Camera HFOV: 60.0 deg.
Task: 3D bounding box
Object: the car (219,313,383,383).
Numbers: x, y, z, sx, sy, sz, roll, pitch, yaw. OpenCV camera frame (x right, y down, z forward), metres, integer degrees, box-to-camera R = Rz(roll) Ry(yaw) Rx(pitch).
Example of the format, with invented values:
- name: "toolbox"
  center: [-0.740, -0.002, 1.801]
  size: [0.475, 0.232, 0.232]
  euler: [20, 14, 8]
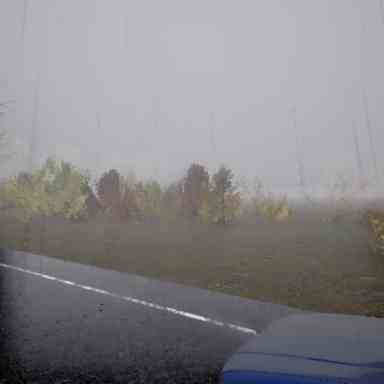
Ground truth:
- name: "car"
  center: [2.764, 1.547, 2.030]
  size: [5.357, 1.411, 2.033]
  euler: [0, 0, 35]
